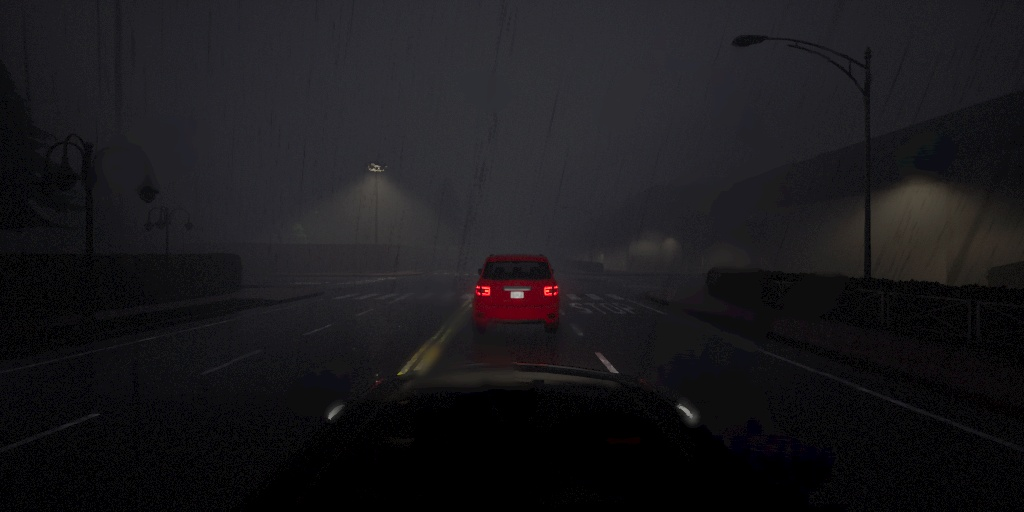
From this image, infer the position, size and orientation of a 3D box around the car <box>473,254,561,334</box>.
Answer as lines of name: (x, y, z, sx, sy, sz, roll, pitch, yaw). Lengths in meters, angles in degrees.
car: (0.124, 0.971, 10.785, 2.150, 2.045, 5.566, 0, 0, 0)

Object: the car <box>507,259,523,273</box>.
car: (0.367, 1.228, 45.637, 1.882, 1.535, 5.008, 0, 0, 1)
